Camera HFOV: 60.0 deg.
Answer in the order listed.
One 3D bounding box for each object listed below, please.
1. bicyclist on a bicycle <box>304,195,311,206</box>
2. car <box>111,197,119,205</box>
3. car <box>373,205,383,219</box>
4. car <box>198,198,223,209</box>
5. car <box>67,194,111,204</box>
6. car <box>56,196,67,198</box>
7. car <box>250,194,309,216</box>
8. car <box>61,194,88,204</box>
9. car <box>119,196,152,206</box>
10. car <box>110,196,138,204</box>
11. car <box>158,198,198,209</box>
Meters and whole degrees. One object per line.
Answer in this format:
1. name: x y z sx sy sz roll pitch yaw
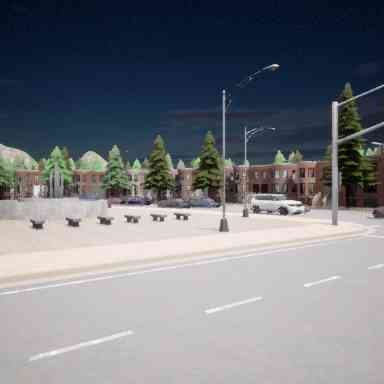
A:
1. bicyclist on a bicycle: 16.174 1.303 46.611 1.656 1.620 0.582 0 0 -37
2. car: -14.081 1.564 58.826 4.181 1.385 1.994 0 0 18
3. car: 16.958 1.564 26.823 1.994 1.385 4.181 0 0 -36
4. car: 1.851 1.548 45.757 5.357 1.411 2.033 0 0 41
5. car: -16.183 1.311 52.353 5.566 2.045 2.150 0 0 16
6. car: -23.818 1.505 60.694 4.892 1.490 1.837 0 0 5
7. car: 8.249 1.222 32.834 2.150 2.045 5.566 0 0 -37
8. car: -22.556 1.352 63.988 4.553 1.767 2.097 0 0 7
9. car: -8.731 1.601 52.944 4.718 1.301 1.895 0 0 26
10. car: -12.736 1.505 62.058 4.892 1.490 1.837 0 0 18
11. car: -2.211 1.548 44.695 5.357 1.411 2.033 0 0 38
